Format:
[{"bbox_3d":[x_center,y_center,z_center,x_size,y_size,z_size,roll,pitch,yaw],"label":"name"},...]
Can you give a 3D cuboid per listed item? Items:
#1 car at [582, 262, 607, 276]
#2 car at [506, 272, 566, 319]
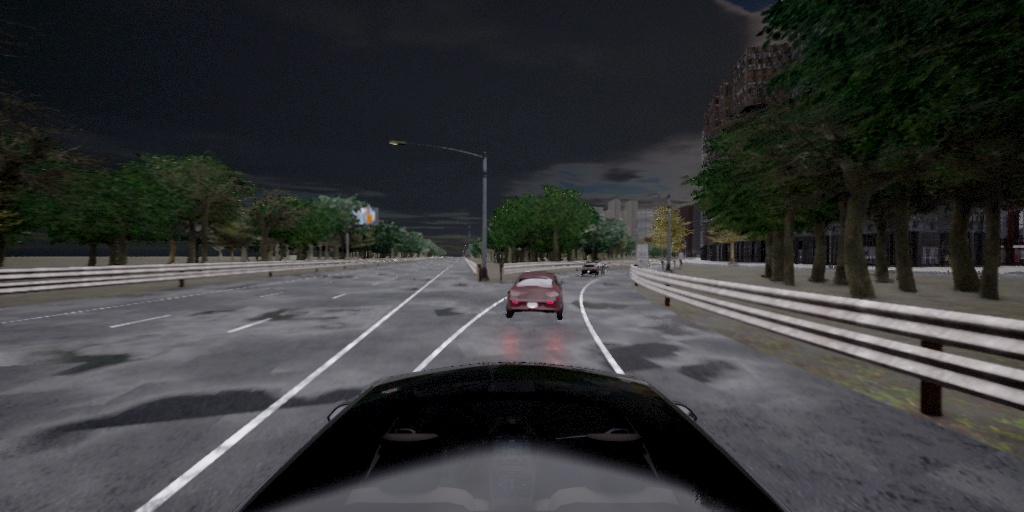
[{"bbox_3d":[8.908,1.365,38.758,1.837,1.490,4.892,0,-1,26],"label":"car"},{"bbox_3d":[0.927,1.297,12.911,1.812,1.442,4.674,0,0,8],"label":"car"}]
